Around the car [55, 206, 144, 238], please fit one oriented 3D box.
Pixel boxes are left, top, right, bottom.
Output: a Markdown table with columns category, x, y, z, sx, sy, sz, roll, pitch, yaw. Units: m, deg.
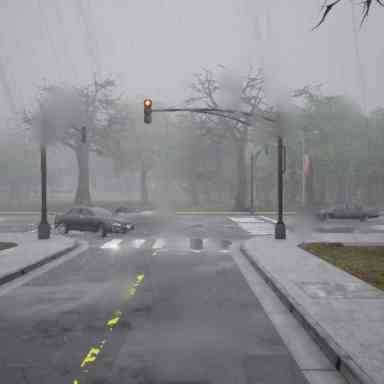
| category | x | y | z | sx | sy | sz | roll | pitch | yaw |
| --- | --- | --- | --- | --- | --- | --- | --- | --- | --- |
| car | -5.184 | 1.509 | 17.655 | 4.892 | 1.490 | 1.837 | -1 | -2 | 31 |

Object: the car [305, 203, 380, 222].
| category | x | y | z | sx | sy | sz | roll | pitch | yaw |
| --- | --- | --- | --- | --- | --- | --- | --- | --- | --- |
| car | 11.824 | 1.564 | 26.330 | 5.357 | 1.411 | 2.033 | 0 | 0 | 0 |

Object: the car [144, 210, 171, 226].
| category | x | y | z | sx | sy | sz | roll | pitch | yaw |
| --- | --- | --- | --- | --- | --- | --- | --- | --- | --- |
| car | -3.843 | 1.601 | 22.883 | 4.718 | 1.301 | 1.895 | 0 | 0 | 0 |
